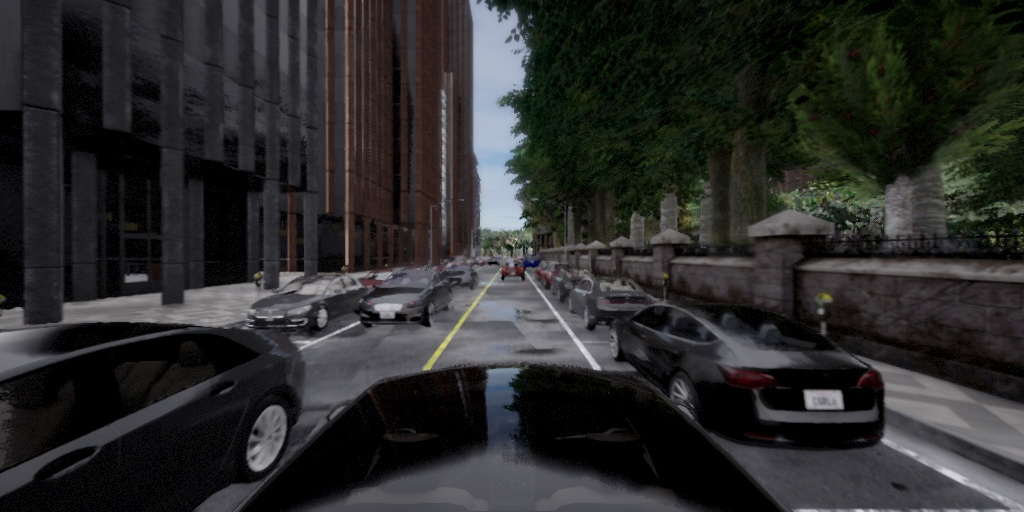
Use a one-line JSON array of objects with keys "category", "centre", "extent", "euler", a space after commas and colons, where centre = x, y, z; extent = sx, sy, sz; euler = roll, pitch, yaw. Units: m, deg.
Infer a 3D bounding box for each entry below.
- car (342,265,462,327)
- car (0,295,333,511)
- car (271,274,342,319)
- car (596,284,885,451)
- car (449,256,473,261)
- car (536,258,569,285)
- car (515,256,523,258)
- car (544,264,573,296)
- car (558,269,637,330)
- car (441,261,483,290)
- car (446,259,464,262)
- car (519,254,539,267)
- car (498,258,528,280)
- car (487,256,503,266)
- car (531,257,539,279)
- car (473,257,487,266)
[{"category": "car", "centre": [-3.095, 1.193, 11.356], "extent": [2.128, 1.511, 4.902], "euler": [0, 0, 0]}, {"category": "car", "centre": [-3.099, 1.255, 1.852], "extent": [1.837, 1.490, 4.892], "euler": [0, 0, 0]}, {"category": "car", "centre": [-5.764, 1.256, 10.706], "extent": [2.007, 1.370, 4.403], "euler": [0, 0, 0]}, {"category": "car", "centre": [2.762, 1.298, 5.259], "extent": [1.948, 1.339, 4.313], "euler": [0, 0, 0]}, {"category": "car", "centre": [-5.770, 0.884, 37.991], "extent": [2.192, 1.841, 5.009], "euler": [0, 0, 0]}, {"category": "car", "centre": [2.759, 1.090, 21.628], "extent": [1.967, 1.591, 4.097], "euler": [0, 0, 0]}, {"category": "car", "centre": [0.088, 1.095, 42.433], "extent": [2.033, 1.411, 5.357], "euler": [0, 0, 0]}, {"category": "car", "centre": [2.760, 1.228, 16.172], "extent": [2.007, 1.370, 4.403], "euler": [0, 0, 0]}, {"category": "car", "centre": [2.761, 1.255, 10.715], "extent": [2.007, 1.370, 4.403], "euler": [0, 0, 0]}, {"category": "car", "centre": [-3.074, 1.216, 21.347], "extent": [1.994, 1.385, 4.181], "euler": [0, 0, 1]}, {"category": "car", "centre": [-5.769, 1.178, 32.534], "extent": [1.802, 1.307, 4.207], "euler": [0, 0, 0]}, {"category": "car", "centre": [2.384, 0.764, 45.026], "extent": [2.150, 2.045, 5.566], "euler": [0, 0, 0]}, {"category": "car", "centre": [0.082, 1.139, 29.148], "extent": [1.812, 1.442, 4.674], "euler": [0, 0, 0]}, {"category": "car", "centre": [-3.046, 1.064, 61.165], "extent": [1.895, 1.301, 4.718], "euler": [0, 0, 1]}, {"category": "car", "centre": [2.757, 1.063, 27.085], "extent": [1.967, 1.591, 4.097], "euler": [0, 0, 0]}, {"category": "car", "centre": [-5.775, 0.909, 59.818], "extent": [1.967, 1.591, 4.097], "euler": [0, 0, 0]}]
